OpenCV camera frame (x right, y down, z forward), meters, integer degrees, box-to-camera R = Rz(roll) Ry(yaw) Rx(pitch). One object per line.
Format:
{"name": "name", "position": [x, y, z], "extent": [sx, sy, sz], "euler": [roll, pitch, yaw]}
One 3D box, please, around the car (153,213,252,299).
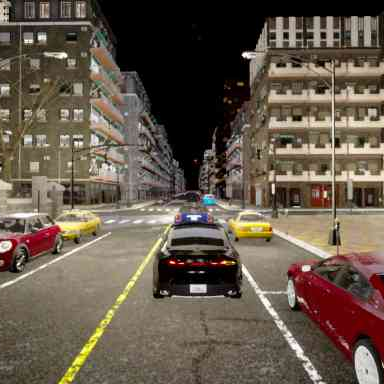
{"name": "car", "position": [0.109, 1.506, 8.458], "extent": [1.837, 1.490, 4.892], "euler": [0, 0, 0]}

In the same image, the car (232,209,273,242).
{"name": "car", "position": [2.712, 1.527, 16.239], "extent": [1.752, 1.417, 4.829], "euler": [1, 0, 0]}

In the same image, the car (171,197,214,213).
{"name": "car", "position": [0.134, 1.354, 18.718], "extent": [2.097, 1.767, 4.553], "euler": [0, 0, 1]}

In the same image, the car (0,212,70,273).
{"name": "car", "position": [-5.672, 1.442, 10.478], "extent": [1.967, 1.590, 4.097], "euler": [1, 0, 0]}

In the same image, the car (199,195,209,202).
{"name": "car", "position": [2.759, 1.503, 76.746], "extent": [2.008, 1.369, 4.403], "euler": [1, 0, 0]}

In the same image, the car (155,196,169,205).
{"name": "car", "position": [-5.635, 1.556, 59.796], "extent": [1.802, 1.307, 4.206], "euler": [1, 0, 0]}

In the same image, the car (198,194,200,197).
{"name": "car", "position": [2.749, 1.534, 65.404], "extent": [1.947, 1.339, 4.313], "euler": [1, 0, 0]}

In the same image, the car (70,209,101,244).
{"name": "car", "position": [-5.669, 1.527, 15.923], "extent": [1.752, 1.417, 4.829], "euler": [1, 0, 0]}

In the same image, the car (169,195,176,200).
{"name": "car", "position": [-5.613, 1.516, 88.152], "extent": [1.802, 1.307, 4.206], "euler": [1, 0, 0]}

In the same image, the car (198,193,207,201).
{"name": "car", "position": [2.770, 1.249, 88.088], "extent": [2.192, 1.841, 5.009], "euler": [1, 0, 0]}

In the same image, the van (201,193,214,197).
{"name": "van", "position": [2.744, 1.321, 54.061], "extent": [1.690, 1.788, 3.998], "euler": [1, 0, 0]}

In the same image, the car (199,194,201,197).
{"name": "car", "position": [2.745, 1.519, 59.734], "extent": [1.887, 1.381, 4.507], "euler": [1, 0, 0]}

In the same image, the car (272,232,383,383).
{"name": "car", "position": [2.703, 1.546, 4.835], "extent": [1.887, 1.381, 4.507], "euler": [1, 0, 0]}
